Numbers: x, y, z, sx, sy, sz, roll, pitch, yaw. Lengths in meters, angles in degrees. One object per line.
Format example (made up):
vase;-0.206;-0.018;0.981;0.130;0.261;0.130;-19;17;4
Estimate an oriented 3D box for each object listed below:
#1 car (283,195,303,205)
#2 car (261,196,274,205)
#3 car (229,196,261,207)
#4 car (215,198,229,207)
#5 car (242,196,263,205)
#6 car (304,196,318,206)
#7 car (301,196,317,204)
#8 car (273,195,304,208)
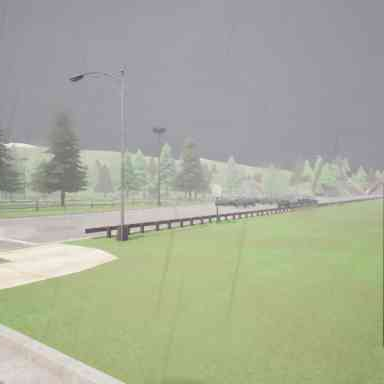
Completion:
car;17.602;1.352;57.900;2.097;1.767;4.553;0;0;35
car;13.919;1.492;58.913;2.128;1.511;4.902;0;0;35
car;8.087;1.491;50.483;2.128;1.511;4.902;0;0;35
car;5.390;1.564;52.719;1.994;1.385;4.181;0;0;35
car;11.051;1.478;60.919;1.882;1.535;5.008;0;0;35
car;19.181;1.505;54.223;1.837;1.490;4.892;0;0;35
car;23.097;1.526;65.753;1.812;1.442;4.674;0;0;35
car;13.319;1.505;45.761;1.837;1.490;4.892;0;0;35
